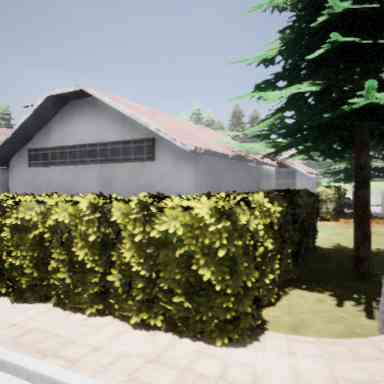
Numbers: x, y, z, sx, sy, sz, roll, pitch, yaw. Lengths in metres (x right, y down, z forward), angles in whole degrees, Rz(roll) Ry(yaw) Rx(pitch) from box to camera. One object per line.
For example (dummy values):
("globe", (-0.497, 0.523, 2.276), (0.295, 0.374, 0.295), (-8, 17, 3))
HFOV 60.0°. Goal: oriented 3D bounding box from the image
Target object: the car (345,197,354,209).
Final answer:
("car", (12.896, 0.832, 30.667), (5.357, 1.411, 2.033), (0, 1, 34))
